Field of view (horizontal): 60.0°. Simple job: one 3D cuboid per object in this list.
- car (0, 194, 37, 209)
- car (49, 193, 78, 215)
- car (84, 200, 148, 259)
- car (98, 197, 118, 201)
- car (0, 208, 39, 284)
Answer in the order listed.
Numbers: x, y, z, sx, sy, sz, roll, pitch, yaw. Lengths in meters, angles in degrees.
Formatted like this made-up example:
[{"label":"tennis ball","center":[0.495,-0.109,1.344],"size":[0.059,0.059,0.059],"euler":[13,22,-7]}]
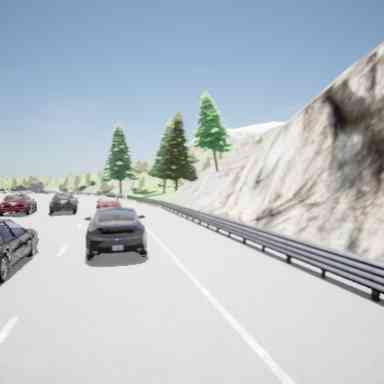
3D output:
[{"label":"car","center":[-14.263,0.949,27.519],"size":[2.097,1.767,4.553],"euler":[-1,1,-17]},{"label":"car","center":[-10.862,0.869,28.378],"size":[2.097,1.767,4.553],"euler":[-1,1,-17]},{"label":"car","center":[-2.681,1.273,11.729],"size":[1.837,1.490,4.892],"euler":[-1,2,-14]},{"label":"car","center":[-6.898,1.073,27.394],"size":[1.895,1.301,4.718],"euler":[-1,1,-16]},{"label":"car","center":[-5.590,1.432,8.921],"size":[2.033,1.411,5.357],"euler":[-1,1,-14]}]
